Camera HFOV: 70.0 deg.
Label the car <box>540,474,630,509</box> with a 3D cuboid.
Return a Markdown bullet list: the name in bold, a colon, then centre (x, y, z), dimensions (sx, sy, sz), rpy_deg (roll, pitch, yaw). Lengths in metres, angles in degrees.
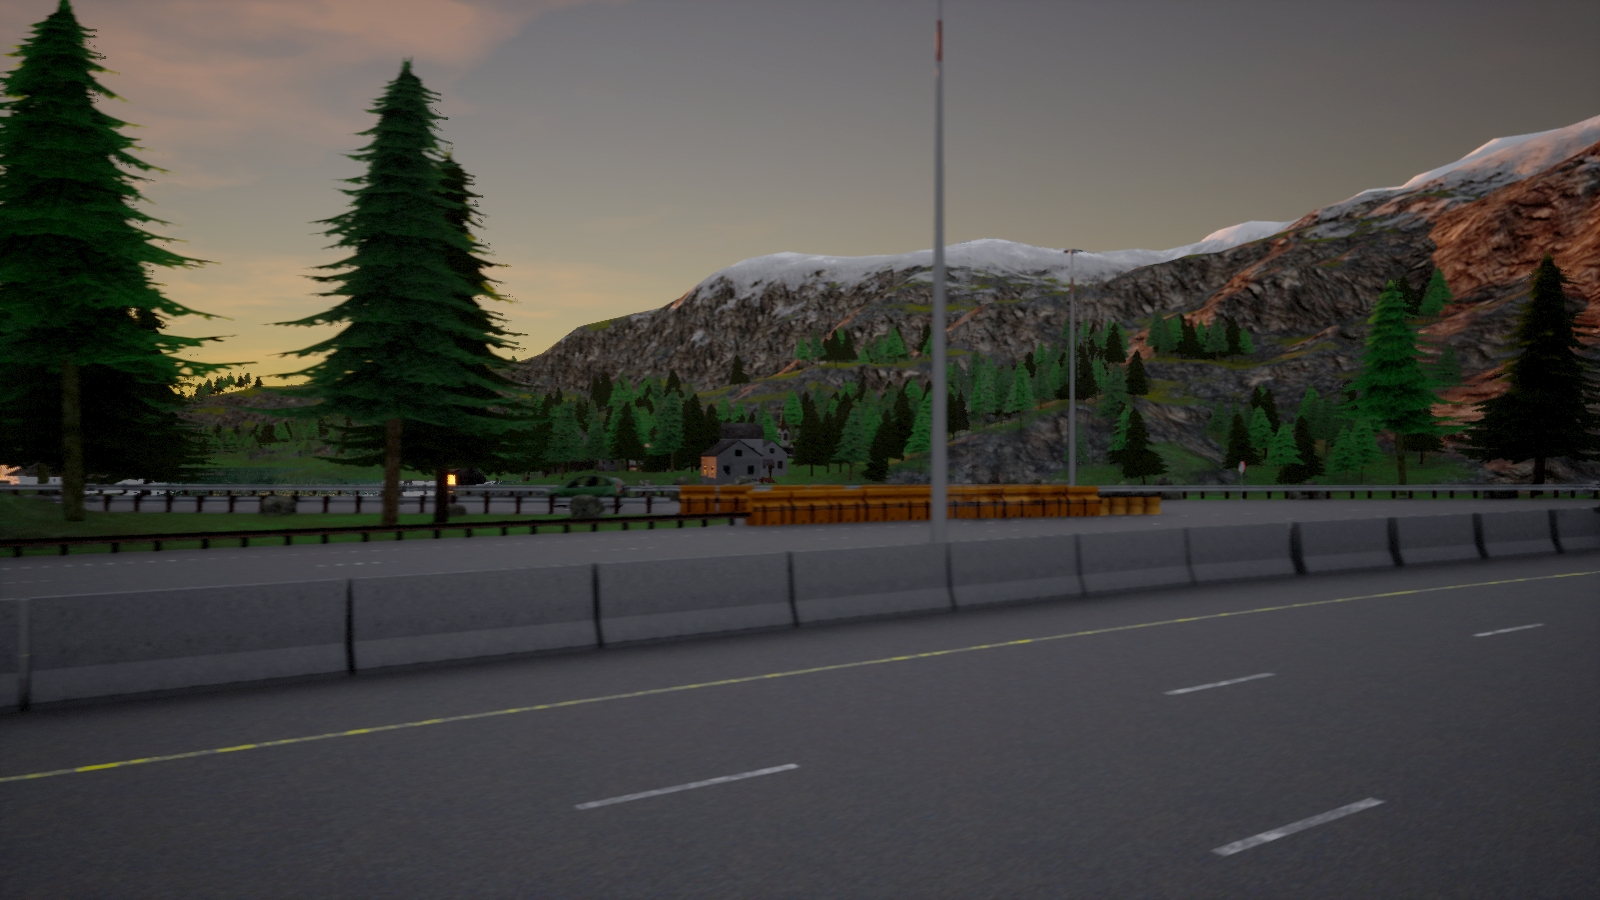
- **car**: centre (-10.417, 2.018, 55.555), dimensions (3.988, 1.617, 1.851), rpy_deg (0, 0, 2)
